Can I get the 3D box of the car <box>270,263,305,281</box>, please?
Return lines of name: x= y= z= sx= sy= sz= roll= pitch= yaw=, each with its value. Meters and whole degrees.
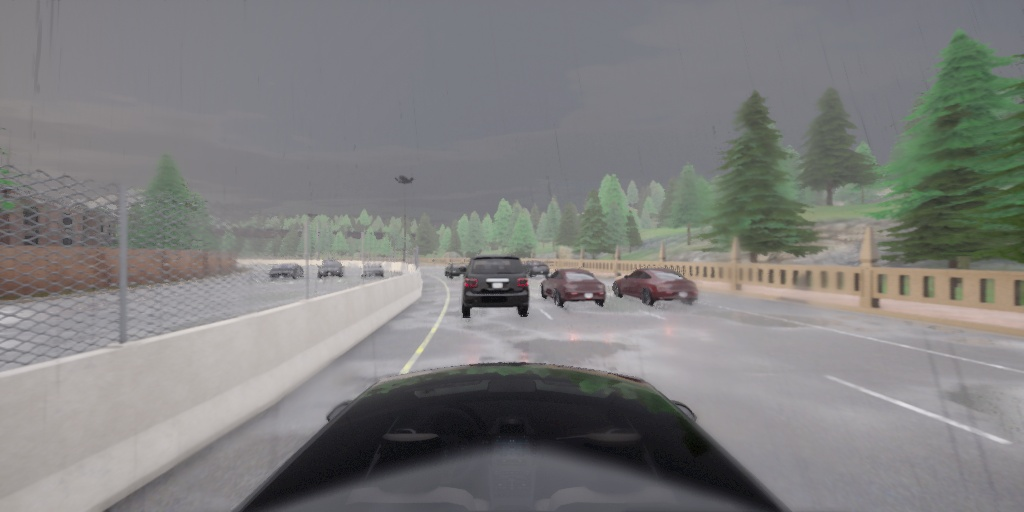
car: x=-19.583 y=1.322 z=31.479 sx=2.033 sy=1.411 sz=5.357 roll=0 pitch=0 yaw=-20

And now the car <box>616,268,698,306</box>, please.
car: x=5.983 y=1.242 z=15.381 sx=1.812 sy=1.442 sz=4.674 roll=0 pitch=0 yaw=-7

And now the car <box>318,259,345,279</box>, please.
car: x=-16.443 y=1.269 z=32.905 sx=1.837 sy=1.490 sz=4.892 roll=0 pitch=0 yaw=-20

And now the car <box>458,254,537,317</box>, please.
car: x=-0.743 y=0.961 z=13.280 sx=2.150 sy=2.045 sz=5.566 roll=0 pitch=0 yaw=-7

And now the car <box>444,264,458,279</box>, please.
car: x=-4.968 y=1.331 z=32.469 sx=1.895 sy=1.301 sz=4.718 roll=0 pitch=0 yaw=-18

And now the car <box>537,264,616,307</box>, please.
car: x=2.474 y=1.253 z=15.205 sx=1.812 sy=1.442 sz=4.674 roll=0 pitch=0 yaw=-7

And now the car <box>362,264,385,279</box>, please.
car: x=-12.808 y=1.353 z=33.237 sx=1.895 sy=1.301 sz=4.718 roll=0 pitch=0 yaw=-20

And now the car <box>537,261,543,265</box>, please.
car: x=1.917 y=1.200 z=33.725 sx=2.128 sy=1.511 sz=4.902 roll=0 pitch=0 yaw=-17
